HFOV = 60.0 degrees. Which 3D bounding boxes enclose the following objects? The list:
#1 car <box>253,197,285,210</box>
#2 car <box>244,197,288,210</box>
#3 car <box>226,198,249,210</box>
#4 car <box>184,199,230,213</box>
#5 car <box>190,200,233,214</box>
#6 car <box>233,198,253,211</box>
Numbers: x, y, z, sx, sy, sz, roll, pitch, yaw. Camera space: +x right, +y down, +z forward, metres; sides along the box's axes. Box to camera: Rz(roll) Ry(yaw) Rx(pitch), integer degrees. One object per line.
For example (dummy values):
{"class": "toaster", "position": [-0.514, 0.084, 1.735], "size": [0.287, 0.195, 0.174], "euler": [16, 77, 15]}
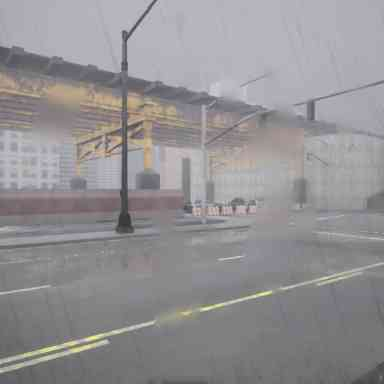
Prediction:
{"class": "car", "position": [9.128, 1.295, 41.693], "size": [4.536, 1.218, 1.853], "euler": [0, 0, -7]}
{"class": "car", "position": [9.179, 1.453, 41.700], "size": [4.974, 1.542, 2.038], "euler": [0, 0, -7]}
{"class": "car", "position": [5.284, 1.295, 37.990], "size": [1.853, 1.218, 4.536], "euler": [0, 0, 18]}
{"class": "car", "position": [1.472, 1.295, 35.263], "size": [4.536, 1.218, 1.853], "euler": [0, 0, 8]}
{"class": "car", "position": [1.523, 1.453, 35.256], "size": [4.974, 1.542, 2.038], "euler": [0, 0, 8]}
{"class": "car", "position": [5.268, 1.453, 37.940], "size": [2.038, 1.542, 4.974], "euler": [0, 0, 18]}
